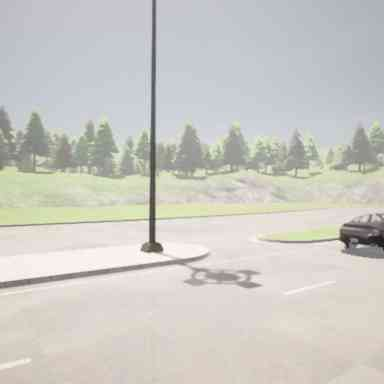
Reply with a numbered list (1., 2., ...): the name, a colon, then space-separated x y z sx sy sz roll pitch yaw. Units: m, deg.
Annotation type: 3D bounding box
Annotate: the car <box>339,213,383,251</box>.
1. car: 8.188 1.627 13.790 4.902 1.511 2.128 1 0 -31
